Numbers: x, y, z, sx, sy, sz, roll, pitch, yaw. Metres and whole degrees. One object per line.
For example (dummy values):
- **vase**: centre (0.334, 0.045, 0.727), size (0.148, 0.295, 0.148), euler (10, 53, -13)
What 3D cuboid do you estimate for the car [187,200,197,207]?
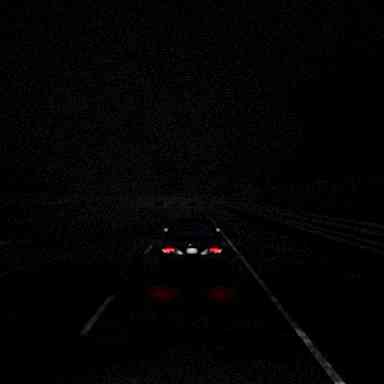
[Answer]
- **car**: centre (-0.022, 2.567, 71.910), size (1.812, 1.442, 4.674), euler (0, -2, 0)

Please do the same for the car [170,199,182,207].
- **car**: centre (-3.522, 2.398, 71.885), size (2.097, 1.767, 4.553), euler (0, -2, 0)

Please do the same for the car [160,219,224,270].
- **car**: centre (-0.003, 1.601, 11.161), size (2.033, 1.411, 5.357), euler (0, 0, 0)

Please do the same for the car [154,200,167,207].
- **car**: centre (-7.022, 2.528, 71.493), size (1.837, 1.490, 4.892), euler (0, -2, 0)

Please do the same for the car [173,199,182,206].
- **car**: centre (-3.525, 2.609, 81.893), size (2.097, 1.767, 4.553), euler (0, -2, 0)
